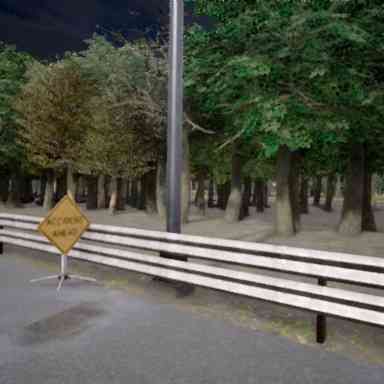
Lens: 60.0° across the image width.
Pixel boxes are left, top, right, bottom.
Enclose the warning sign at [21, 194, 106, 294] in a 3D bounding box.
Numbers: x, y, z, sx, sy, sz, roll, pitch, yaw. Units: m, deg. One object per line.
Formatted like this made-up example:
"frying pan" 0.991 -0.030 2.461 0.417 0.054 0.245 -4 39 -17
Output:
"warning sign" -2.730 0.992 7.137 1.060 1.860 1.300 2 1 36
